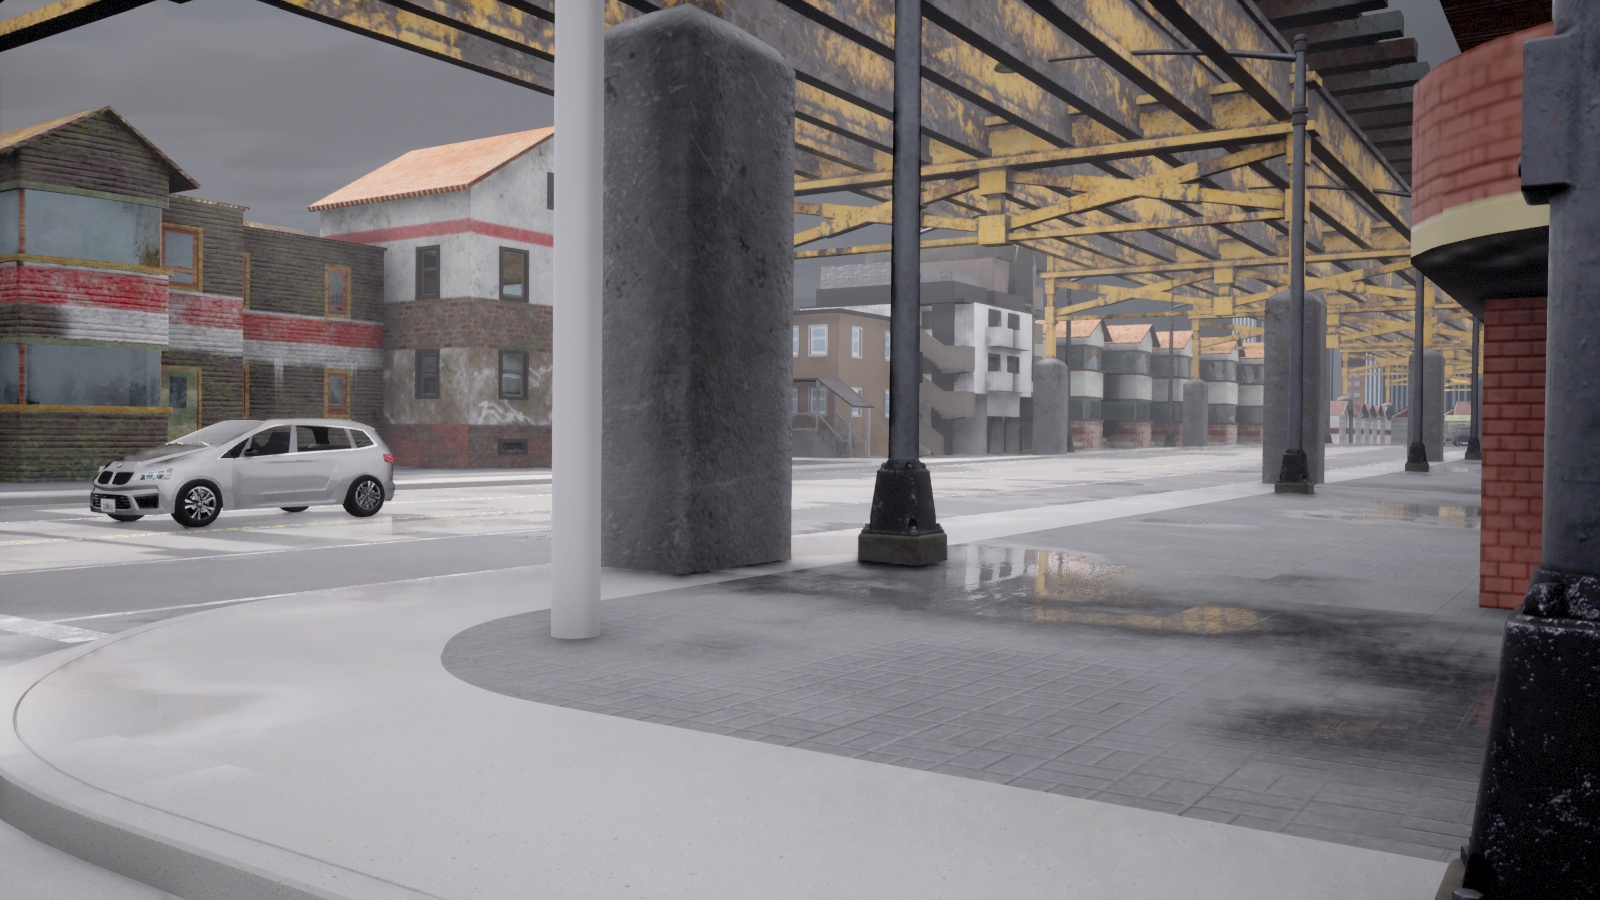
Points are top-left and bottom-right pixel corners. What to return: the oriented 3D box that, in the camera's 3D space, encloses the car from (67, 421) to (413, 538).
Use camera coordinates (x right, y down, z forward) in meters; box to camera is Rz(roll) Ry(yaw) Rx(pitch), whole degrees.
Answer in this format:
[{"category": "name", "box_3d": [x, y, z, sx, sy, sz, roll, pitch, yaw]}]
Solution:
[{"category": "car", "box_3d": [-8.884, 0.379, 20.320, 2.242, 1.667, 4.611, 0, 1, 34]}]
